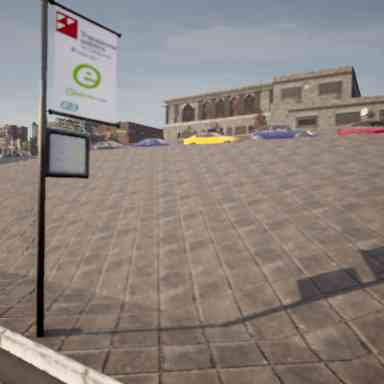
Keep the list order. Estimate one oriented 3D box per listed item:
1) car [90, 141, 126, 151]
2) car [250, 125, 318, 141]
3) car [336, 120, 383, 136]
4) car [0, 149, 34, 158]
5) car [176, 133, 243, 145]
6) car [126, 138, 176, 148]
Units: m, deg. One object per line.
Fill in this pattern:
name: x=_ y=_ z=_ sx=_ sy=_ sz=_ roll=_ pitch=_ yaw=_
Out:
car: x=-7.705 y=-4.102 z=31.916 sx=4.892 sy=1.521 sz=2.231 roll=1 pitch=1 yaw=34
car: x=6.409 y=-3.857 z=23.145 sx=4.553 sy=1.767 sz=2.185 roll=2 pitch=1 yaw=31
car: x=11.401 y=-3.573 z=20.346 sx=4.792 sy=1.488 sz=2.163 roll=1 pitch=1 yaw=29
car: x=-21.312 y=-4.508 z=41.172 sx=4.553 sy=1.767 sz=2.185 roll=1 pitch=1 yaw=34
car: x=1.654 y=-3.857 z=25.960 sx=5.008 sy=1.535 sz=2.097 roll=2 pitch=1 yaw=32
car: x=-3.058 y=-3.942 z=28.889 sx=4.674 sy=1.452 sz=2.002 roll=2 pitch=1 yaw=33
